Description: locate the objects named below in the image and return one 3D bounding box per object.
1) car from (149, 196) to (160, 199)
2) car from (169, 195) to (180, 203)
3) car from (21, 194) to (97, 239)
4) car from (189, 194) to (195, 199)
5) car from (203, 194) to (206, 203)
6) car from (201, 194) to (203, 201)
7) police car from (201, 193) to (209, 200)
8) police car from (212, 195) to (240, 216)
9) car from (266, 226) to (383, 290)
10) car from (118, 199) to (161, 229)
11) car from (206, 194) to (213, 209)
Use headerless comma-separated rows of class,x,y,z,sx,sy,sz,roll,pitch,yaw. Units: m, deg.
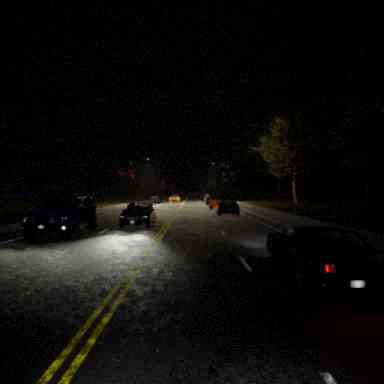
car,-6.543,1.397,58.195,1.994,1.385,4.181,0,0,1
car,-3.270,1.301,62.862,1.882,1.535,5.008,0,0,1
car,-6.598,1.150,17.286,2.150,2.045,5.566,0,0,0
car,0.010,1.155,94.524,2.033,1.411,5.357,0,0,0
car,3.256,1.196,52.888,2.097,1.767,4.553,0,0,0
car,3.257,1.278,64.110,1.801,1.575,5.366,0,0,0
police car,3.259,1.210,86.034,1.930,1.638,5.238,0,0,0
police car,3.254,1.317,31.026,1.930,1.638,5.238,0,0,0
car,3.351,1.560,8.925,1.895,1.301,4.718,0,0,0
car,-3.347,1.409,21.065,2.128,1.511,4.902,0,0,0
car,3.255,1.220,41.887,2.097,1.767,4.553,0,0,0
